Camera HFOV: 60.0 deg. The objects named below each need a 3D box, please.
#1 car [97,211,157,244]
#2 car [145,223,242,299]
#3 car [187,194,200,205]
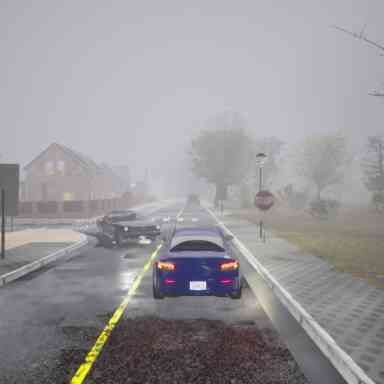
[{"bbox_3d":[-3.123,1.614,16.075,1.895,1.301,4.718,0,0,-29],"label":"car"},{"bbox_3d":[0.107,1.532,8.315,1.812,1.442,4.674,0,0,0],"label":"car"},{"bbox_3d":[0.220,1.360,60.727,2.150,2.045,5.566,0,0,0],"label":"car"}]
